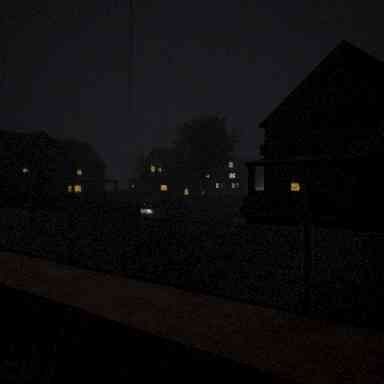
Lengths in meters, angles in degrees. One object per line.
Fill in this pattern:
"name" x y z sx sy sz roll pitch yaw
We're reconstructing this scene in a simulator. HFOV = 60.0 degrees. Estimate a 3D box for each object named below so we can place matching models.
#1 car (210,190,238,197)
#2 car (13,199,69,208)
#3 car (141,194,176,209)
"car" 4.215 0.514 43.510 1.882 1.535 5.008 1 2 36
"car" -10.489 1.191 23.067 1.994 1.385 4.181 1 2 35
"car" -3.300 0.901 33.089 1.994 1.385 4.181 1 2 36
